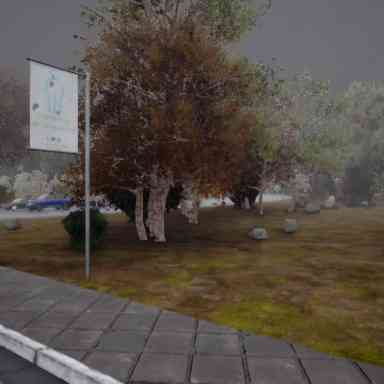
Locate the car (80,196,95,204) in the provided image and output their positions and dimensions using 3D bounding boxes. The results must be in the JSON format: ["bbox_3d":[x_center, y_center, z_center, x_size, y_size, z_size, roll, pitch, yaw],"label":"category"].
[{"bbox_3d":[-14.844,1.319,48.739,2.097,1.767,4.553,0,0,38],"label":"car"}]

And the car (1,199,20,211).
[{"bbox_3d":[-20.830,1.498,41.122,1.837,1.490,4.892,0,0,38],"label":"car"}]

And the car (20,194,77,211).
[{"bbox_3d":[-17.130,1.212,40.145,2.150,2.045,5.566,0,0,39],"label":"car"}]

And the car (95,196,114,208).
[{"bbox_3d":[-11.033,1.312,47.945,2.097,1.767,4.553,0,0,37],"label":"car"}]
